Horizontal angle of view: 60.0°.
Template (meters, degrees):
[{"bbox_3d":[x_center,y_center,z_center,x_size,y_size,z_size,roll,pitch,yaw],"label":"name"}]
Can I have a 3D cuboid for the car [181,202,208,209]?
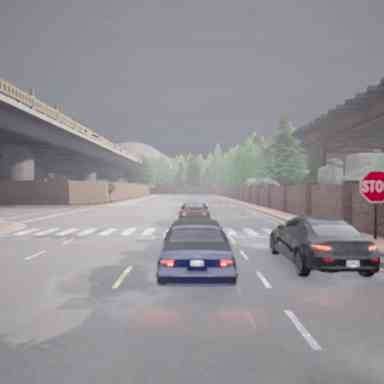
[{"bbox_3d":[0.167,1.339,22.345,1.895,1.301,4.718,0,1,0],"label":"car"}]

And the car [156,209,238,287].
[{"bbox_3d":[0.100,1.439,9.140,2.033,1.411,5.357,0,1,0],"label":"car"}]

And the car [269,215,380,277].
[{"bbox_3d":[3.601,1.411,9.737,1.812,1.442,4.674,0,1,0],"label":"car"}]
